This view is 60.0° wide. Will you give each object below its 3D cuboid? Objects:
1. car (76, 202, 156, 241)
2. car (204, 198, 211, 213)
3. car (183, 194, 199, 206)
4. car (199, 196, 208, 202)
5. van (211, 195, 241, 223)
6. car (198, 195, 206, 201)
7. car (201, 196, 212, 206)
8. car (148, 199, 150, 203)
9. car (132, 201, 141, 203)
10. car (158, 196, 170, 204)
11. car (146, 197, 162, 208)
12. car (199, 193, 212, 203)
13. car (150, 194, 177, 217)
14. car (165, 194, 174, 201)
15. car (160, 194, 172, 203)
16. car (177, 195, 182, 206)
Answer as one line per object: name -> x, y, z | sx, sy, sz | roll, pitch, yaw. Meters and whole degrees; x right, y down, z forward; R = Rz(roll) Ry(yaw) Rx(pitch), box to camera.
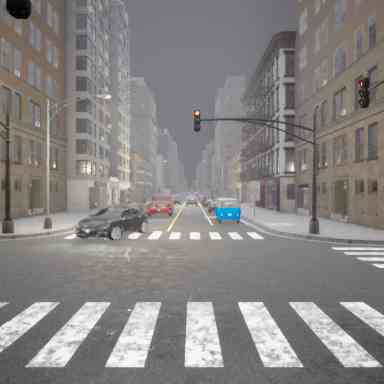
car -> -3.832, 1.496, 16.882 | 1.837, 1.490, 4.892 | 1, 0, 18
car -> 2.627, 1.580, 36.351 | 1.802, 1.307, 4.206 | 0, 0, 0
car -> -0.015, 1.536, 54.701 | 2.033, 1.411, 5.357 | 0, 0, 0
car -> 2.617, 1.524, 76.120 | 2.008, 1.369, 4.403 | 0, 0, 0
van -> 2.630, 1.340, 24.989 | 1.690, 1.788, 3.998 | 0, 0, 0
car -> 2.614, 1.530, 87.483 | 1.947, 1.339, 4.313 | 0, 0, 0
car -> 2.624, 1.576, 47.714 | 1.802, 1.307, 4.206 | 0, 0, 0
car -> -5.397, 1.543, 30.660 | 1.887, 1.381, 4.507 | 0, 0, 0
car -> -5.395, 1.549, 24.978 | 2.008, 1.369, 4.403 | 0, 0, 0
car -> -5.406, 1.547, 64.751 | 1.947, 1.339, 4.313 | 0, 0, 0
car -> -5.401, 1.519, 47.536 | 1.752, 1.417, 4.829 | 0, 0, 0
car -> 2.623, 1.305, 53.395 | 2.192, 1.841, 5.009 | 0, 0, 0
car -> -2.856, 1.219, 31.515 | 2.150, 2.045, 5.566 | 0, 0, 0
car -> -5.410, 1.409, 81.796 | 1.967, 1.590, 4.097 | 0, 0, 0
car -> -5.407, 1.292, 70.432 | 2.192, 1.841, 5.009 | 0, 0, 0
car -> -2.800, 1.589, 55.823 | 1.895, 1.301, 4.718 | 0, 0, 1
